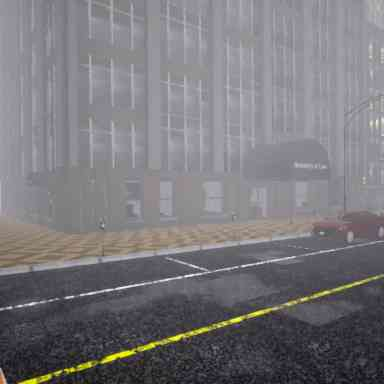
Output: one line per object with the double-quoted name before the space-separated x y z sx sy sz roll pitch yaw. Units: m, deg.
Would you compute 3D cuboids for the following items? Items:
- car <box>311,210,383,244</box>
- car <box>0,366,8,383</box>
"car" 7.474 1.542 15.764 4.507 1.381 1.887 0 -1 -35
"car" -3.071 1.352 1.136 4.553 1.767 2.097 0 0 -35
